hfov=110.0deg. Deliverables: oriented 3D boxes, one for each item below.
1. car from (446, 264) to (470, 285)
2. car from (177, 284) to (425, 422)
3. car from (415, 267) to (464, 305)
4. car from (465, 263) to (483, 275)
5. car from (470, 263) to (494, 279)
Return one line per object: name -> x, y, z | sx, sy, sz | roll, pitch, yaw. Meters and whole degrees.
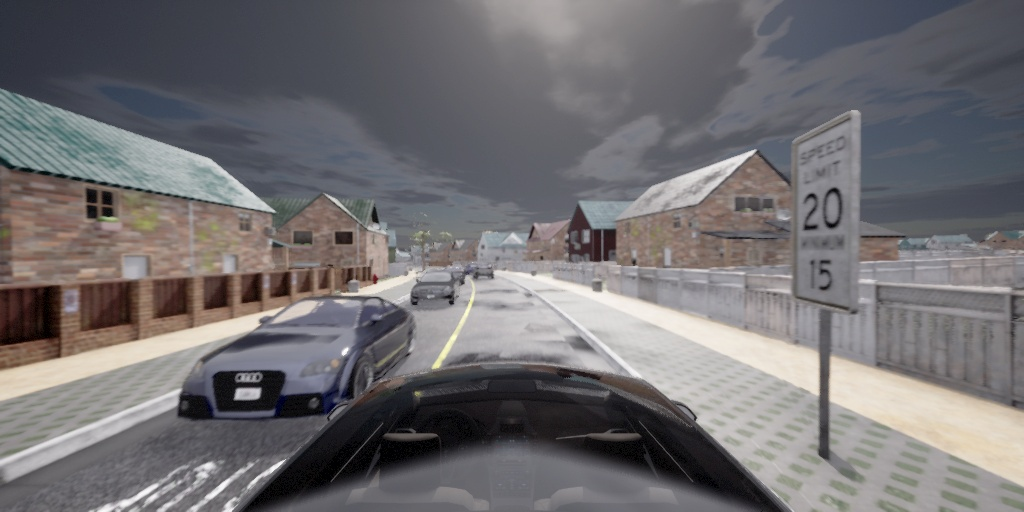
car -> -4.692, 1.496, 28.947 | 2.128, 1.511, 4.902 | -1, -1, -8
car -> -2.974, 1.364, 5.984 | 1.994, 1.385, 4.181 | 0, 0, -1
car -> -3.491, 1.417, 17.049 | 1.812, 1.442, 4.674 | 0, -1, -4
car -> -5.091, 1.704, 47.504 | 1.812, 1.442, 4.674 | -1, 0, -13
car -> -2.967, 1.546, 36.816 | 2.128, 1.511, 4.902 | -1, -1, -10
